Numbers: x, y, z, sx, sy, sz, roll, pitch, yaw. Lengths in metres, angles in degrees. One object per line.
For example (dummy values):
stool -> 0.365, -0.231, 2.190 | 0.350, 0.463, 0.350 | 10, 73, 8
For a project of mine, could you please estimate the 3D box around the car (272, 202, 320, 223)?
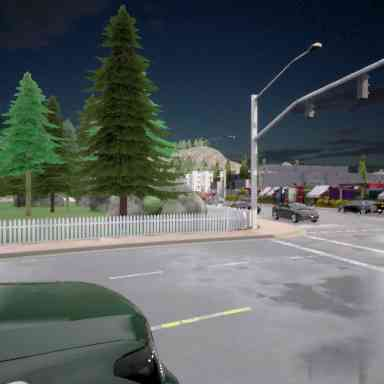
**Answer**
car -> 8.071, 1.560, 26.343 | 1.837, 1.490, 4.892 | 0, 0, -14

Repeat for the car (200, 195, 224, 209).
car -> 2.868, 1.547, 44.236 | 2.128, 1.511, 4.902 | 0, 0, -16

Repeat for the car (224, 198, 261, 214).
car -> 5.483, 1.656, 35.250 | 1.895, 1.301, 4.718 | 0, 0, -16

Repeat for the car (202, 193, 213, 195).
car -> 2.985, 1.277, 69.612 | 2.150, 2.045, 5.566 | 0, 0, -16

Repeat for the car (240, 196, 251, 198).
car -> 9.500, 1.560, 59.705 | 1.837, 1.490, 4.892 | 0, 0, -16

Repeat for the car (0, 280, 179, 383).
car -> -2.744, 1.221, 1.679 | 5.566, 2.045, 2.150 | 0, 0, -36

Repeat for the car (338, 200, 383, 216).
car -> 17.006, 1.547, 33.722 | 2.128, 1.511, 4.902 | 0, 0, -16
